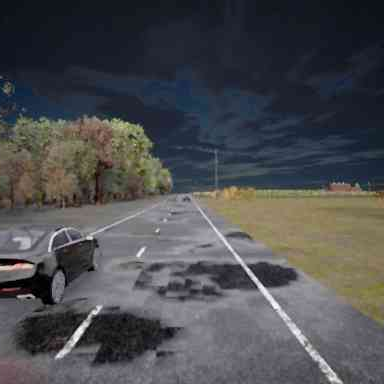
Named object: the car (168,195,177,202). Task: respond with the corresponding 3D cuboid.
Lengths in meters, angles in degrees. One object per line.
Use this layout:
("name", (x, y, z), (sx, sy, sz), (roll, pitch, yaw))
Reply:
("car", (-4.822, 1.706, 81.087), (2.128, 1.511, 4.902), (-1, 0, -1))

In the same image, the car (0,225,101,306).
("car", (-3.625, 1.545, 8.113), (2.128, 1.511, 4.902), (-1, 0, -1))

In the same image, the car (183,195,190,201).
("car", (-1.496, 1.520, 91.566), (1.882, 1.535, 5.008), (-1, 0, -1))

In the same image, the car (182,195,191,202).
("car", (-1.323, 1.646, 81.144), (1.837, 1.490, 4.892), (-1, 0, -1))

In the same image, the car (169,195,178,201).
("car", (-4.994, 1.601, 91.510), (2.128, 1.511, 4.902), (-1, 0, -1))
